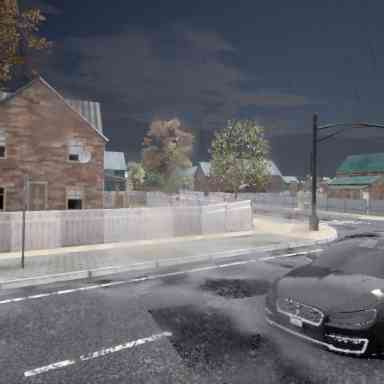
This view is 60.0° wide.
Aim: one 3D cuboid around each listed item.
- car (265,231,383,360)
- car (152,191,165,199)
[{"bbox_3d":[3.416,1.522,5.923,4.892,1.490,1.837,0,0,-35],"label":"car"},{"bbox_3d":[-6.225,0.639,61.693,1.812,1.442,4.674,1,1,-20],"label":"car"}]
